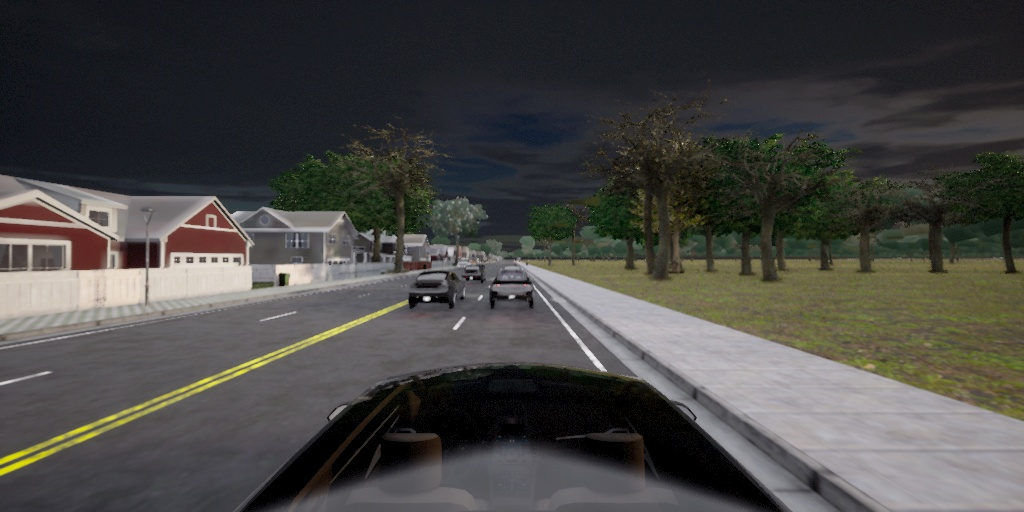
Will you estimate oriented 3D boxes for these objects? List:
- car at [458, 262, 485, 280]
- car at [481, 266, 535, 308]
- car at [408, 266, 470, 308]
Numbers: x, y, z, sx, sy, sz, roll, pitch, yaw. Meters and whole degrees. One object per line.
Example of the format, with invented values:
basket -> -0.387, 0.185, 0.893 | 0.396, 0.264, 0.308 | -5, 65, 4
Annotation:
car -> -3.259, 1.536, 31.154 | 1.837, 1.490, 4.892 | 0, 0, 0
car -> -0.003, 1.379, 16.157 | 2.128, 1.511, 4.902 | 0, 0, 0
car -> -3.253, 1.394, 16.155 | 1.837, 1.490, 4.892 | 0, 0, 0
